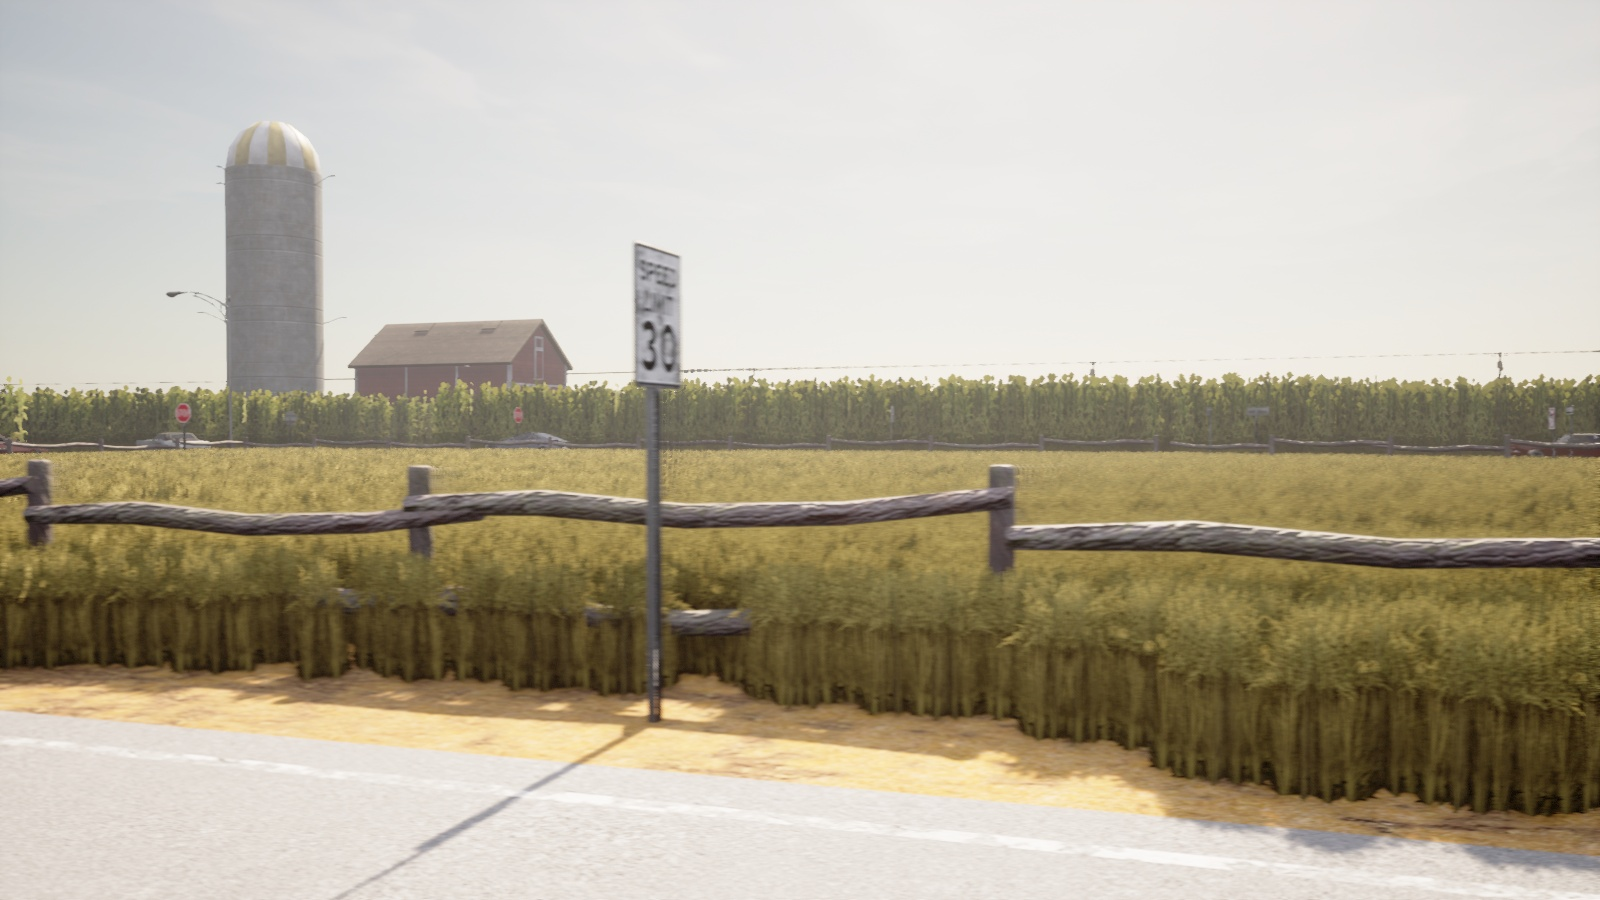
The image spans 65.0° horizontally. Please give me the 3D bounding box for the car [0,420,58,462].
[{"bbox_3d":[-32.061,-0.364,49.118,2.152,1.651,5.027,1,1,19],"label":"car"}]

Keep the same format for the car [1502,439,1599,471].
[{"bbox_3d":[32.556,0.200,53.073,4.718,1.301,1.895,1,1,18],"label":"car"}]

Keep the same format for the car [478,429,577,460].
[{"bbox_3d":[-12.900,-0.266,59.482,4.181,1.385,1.994,1,1,19],"label":"car"}]

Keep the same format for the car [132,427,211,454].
[{"bbox_3d":[-33.194,-0.518,66.258,4.718,1.301,1.895,2,2,38],"label":"car"}]
